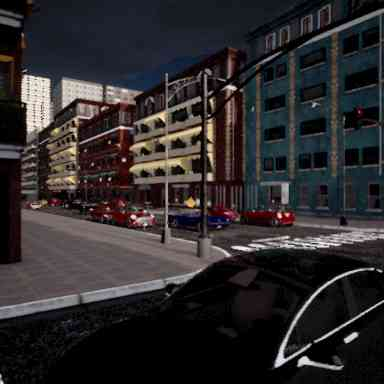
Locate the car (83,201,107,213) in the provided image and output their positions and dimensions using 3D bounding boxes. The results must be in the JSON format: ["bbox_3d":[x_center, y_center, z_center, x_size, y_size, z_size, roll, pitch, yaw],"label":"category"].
[{"bbox_3d":[-13.728,2.065,47.011,1.837,1.490,4.892,0,-1,-34],"label":"car"}]

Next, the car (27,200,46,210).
[{"bbox_3d":[-26.527,2.171,55.964,1.967,1.590,4.097,-1,0,-35],"label":"car"}]

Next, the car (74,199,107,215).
[{"bbox_3d":[-11.895,1.957,39.347,2.128,1.511,4.902,0,-1,-35],"label":"car"}]

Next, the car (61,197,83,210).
[{"bbox_3d":[-19.660,1.908,55.430,2.150,2.045,5.566,0,-1,-35],"label":"car"}]

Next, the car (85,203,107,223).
[{"bbox_3d":[-7.472,1.904,28.663,1.802,1.307,4.206,-1,0,-35],"label":"car"}]

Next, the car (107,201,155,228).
[{"bbox_3d":[-4.299,1.694,24.113,1.967,1.590,4.097,-1,0,-35],"label":"car"}]

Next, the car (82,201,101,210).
[{"bbox_3d":[-16.899,2.259,55.941,1.802,1.307,4.206,-1,0,-35],"label":"car"}]

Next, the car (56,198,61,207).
[{"bbox_3d":[-26.426,2.429,69.591,2.008,1.369,4.403,-1,0,-35],"label":"car"}]

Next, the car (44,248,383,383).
[{"bbox_3d":[0.926,1.504,3.716,4.892,1.490,1.837,0,2,-39],"label":"car"}]

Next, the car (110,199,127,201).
[{"bbox_3d":[-10.553,1.856,46.841,2.192,1.841,5.009,-1,0,-35],"label":"car"}]

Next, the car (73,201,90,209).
[{"bbox_3d":[-20.075,2.326,60.491,1.802,1.307,4.206,-1,0,-35],"label":"car"}]

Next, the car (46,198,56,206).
[{"bbox_3d":[-32.781,2.328,78.692,2.192,1.841,5.009,-1,0,-35],"label":"car"}]

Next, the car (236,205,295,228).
[{"bbox_3d":[5.333,1.640,24.095,1.967,1.590,4.097,-1,0,-35],"label":"car"}]

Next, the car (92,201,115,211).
[{"bbox_3d":[-13.724,2.160,51.390,2.008,1.369,4.403,-1,0,-35],"label":"car"}]

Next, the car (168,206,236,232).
[{"bbox_3d":[0.384,1.802,21.733,1.895,1.301,4.718,0,-1,-35],"label":"car"}]
